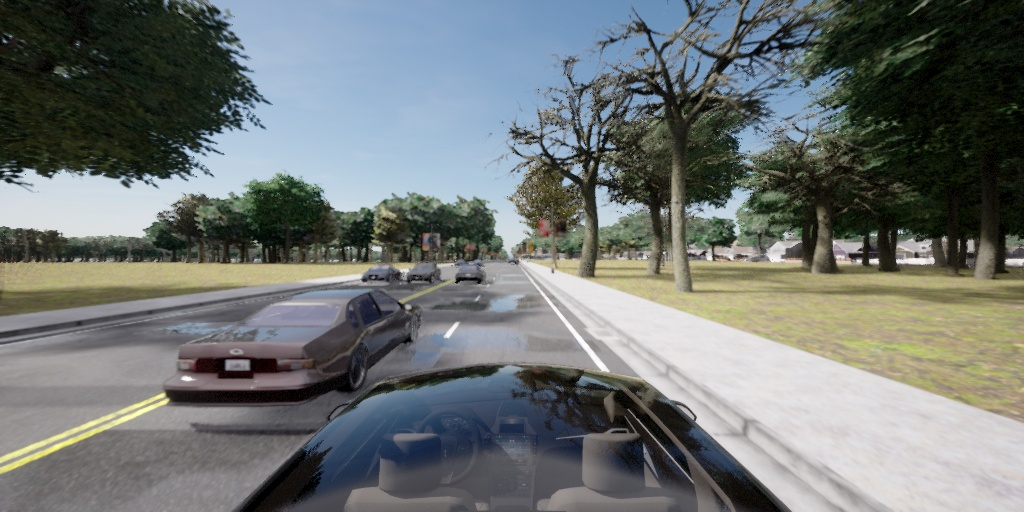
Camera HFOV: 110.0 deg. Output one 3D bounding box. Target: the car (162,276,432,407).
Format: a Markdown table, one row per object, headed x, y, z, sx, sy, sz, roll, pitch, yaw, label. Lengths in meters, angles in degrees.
| x | y | z | sx | sy | sz | roll | pitch | yaw | label |
| --- | --- | --- | --- | --- | --- | --- | --- | --- | --- |
| -3.146 | 1.299 | 6.621 | 2.033 | 1.411 | 5.357 | 0 | 0 | 0 | car |

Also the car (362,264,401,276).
| x | y | z | sx | sy | sz | roll | pitch | yaw | label |
| --- | --- | --- | --- | --- | --- | --- | --- | --- | --- |
| -9.834 | 1.329 | 27.389 | 1.994 | 1.385 | 4.181 | 0 | 0 | 0 | car |

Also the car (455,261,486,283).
| x | y | z | sx | sy | sz | roll | pitch | yaw | label |
| --- | --- | --- | --- | --- | --- | --- | --- | --- | --- |
| -3.138 | 1.329 | 27.699 | 1.994 | 1.385 | 4.181 | 0 | 0 | 0 | car |

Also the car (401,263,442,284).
| x | y | z | sx | sy | sz | roll | pitch | yaw | label |
| --- | --- | --- | --- | --- | --- | --- | --- | --- | --- |
| -6.584 | 1.270 | 27.269 | 1.837 | 1.490 | 4.892 | 0 | 0 | 0 | car |

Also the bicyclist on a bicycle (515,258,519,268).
| x | y | z | sx | sy | sz | roll | pitch | yaw | label |
| --- | --- | --- | --- | --- | --- | --- | --- | --- | --- |
| 0.918 | 1.165 | 58.599 | 0.659 | 1.776 | 1.843 | 0 | 0 | 0 | bicyclist on a bicycle |
